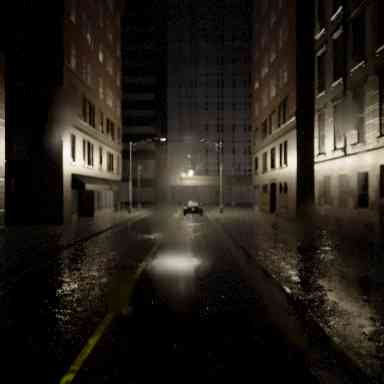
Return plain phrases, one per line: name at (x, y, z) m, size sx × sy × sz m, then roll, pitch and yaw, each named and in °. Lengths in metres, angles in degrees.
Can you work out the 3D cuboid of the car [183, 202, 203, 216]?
car at (0.103, 1.657, 34.098) m, size 1.994 × 1.385 × 4.181 m, roll 0°, pitch 0°, yaw 0°
